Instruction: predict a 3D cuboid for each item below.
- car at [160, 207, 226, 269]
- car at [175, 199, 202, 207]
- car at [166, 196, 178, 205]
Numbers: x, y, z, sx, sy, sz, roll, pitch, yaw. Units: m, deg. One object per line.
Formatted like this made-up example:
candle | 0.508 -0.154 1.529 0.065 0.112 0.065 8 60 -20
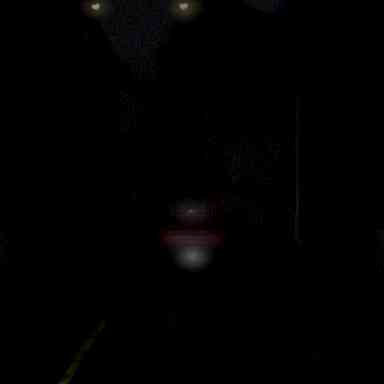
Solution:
car | 0.042 1.458 11.030 2.128 1.511 4.902 0 0 1
car | 0.030 1.465 25.510 2.033 1.411 5.357 0 0 0
car | -3.087 1.320 53.498 2.033 1.411 5.357 0 0 0
